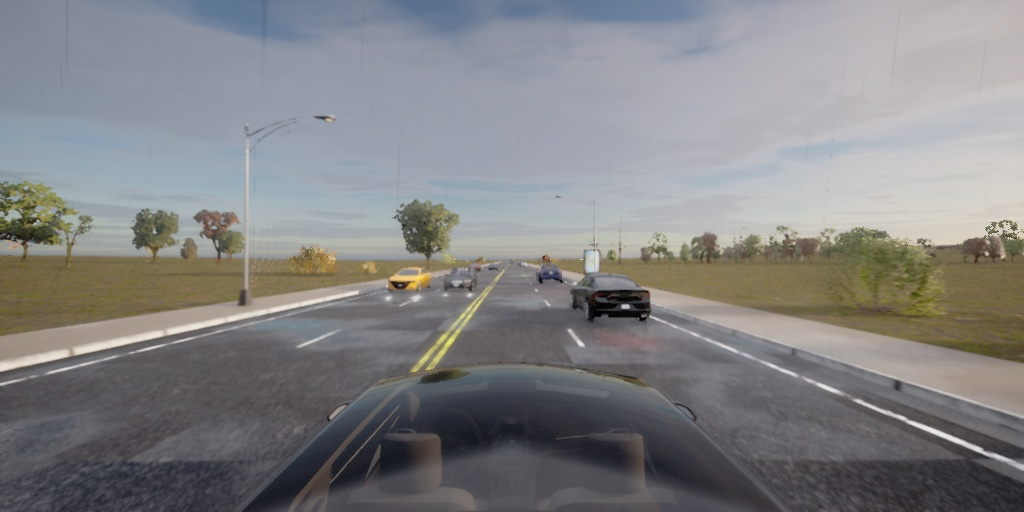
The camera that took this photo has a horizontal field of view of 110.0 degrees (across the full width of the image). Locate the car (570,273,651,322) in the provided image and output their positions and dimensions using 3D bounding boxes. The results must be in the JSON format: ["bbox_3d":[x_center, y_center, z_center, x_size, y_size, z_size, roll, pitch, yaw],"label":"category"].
[{"bbox_3d":[3.347,1.367,13.031,1.882,1.535,5.008,0,-1,0],"label":"car"}]

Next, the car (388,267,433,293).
[{"bbox_3d":[-6.597,1.495,23.658,1.882,1.535,5.008,0,-1,0],"label":"car"}]

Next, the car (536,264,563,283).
[{"bbox_3d":[3.354,1.483,32.885,2.097,1.767,4.553,0,-1,0],"label":"car"}]

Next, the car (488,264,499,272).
[{"bbox_3d":[-3.258,2.054,64.448,2.033,1.411,5.357,0,-1,1],"label":"car"}]

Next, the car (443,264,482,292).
[{"bbox_3d":[-3.346,1.515,24.060,2.128,1.511,4.902,0,-1,0],"label":"car"}]
